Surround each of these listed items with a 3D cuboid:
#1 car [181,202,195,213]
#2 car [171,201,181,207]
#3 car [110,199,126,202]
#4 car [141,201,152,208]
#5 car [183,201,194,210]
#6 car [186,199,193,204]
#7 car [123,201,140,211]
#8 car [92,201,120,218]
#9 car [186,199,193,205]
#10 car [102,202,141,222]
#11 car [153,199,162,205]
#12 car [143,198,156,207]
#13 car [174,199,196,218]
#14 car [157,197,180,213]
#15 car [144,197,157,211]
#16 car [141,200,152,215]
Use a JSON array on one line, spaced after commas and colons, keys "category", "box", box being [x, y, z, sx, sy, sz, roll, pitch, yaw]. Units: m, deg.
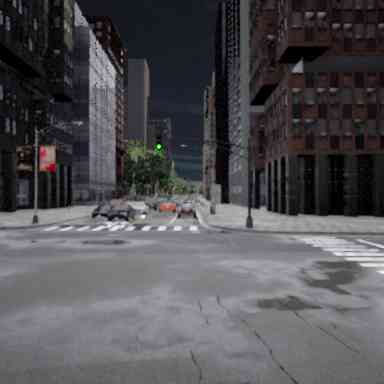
[{"category": "car", "box": [-0.549, 2.113, 45.439, 1.802, 1.307, 4.206, 0, -1, 0]}, {"category": "car", "box": [-3.296, 2.445, 68.366, 1.895, 1.301, 4.718, 0, -1, 0]}, {"category": "car", "box": [-9.056, 1.791, 39.990, 2.192, 1.841, 5.009, 0, -1, 0]}, {"category": "car", "box": [-9.156, 2.421, 67.114, 1.802, 1.307, 4.206, 0, -1, 0]}, {"category": "car", "box": [-0.590, 2.220, 56.288, 1.887, 1.381, 4.507, 0, -1, 0]}, {"category": "car", "box": [-0.731, 2.751, 94.259, 2.008, 1.369, 4.403, 0, -1, 0]}, {"category": "car", "box": [-9.094, 2.143, 50.668, 1.752, 1.417, 4.829, 0, -1, 0]}, {"category": "car", "box": [-9.034, 1.971, 34.561, 1.947, 1.339, 4.313, 0, -1, 0]}, {"category": "car", "box": [-0.712, 2.668, 88.835, 1.887, 1.381, 4.507, 0, -1, 0]}, {"category": "car", "box": [-6.354, 1.896, 30.690, 2.033, 1.411, 5.357, 0, -1, 0]}, {"category": "car", "box": [-9.236, 2.685, 88.816, 1.887, 1.381, 4.507, 0, -1, 0]}, {"category": "car", "box": [-9.177, 2.228, 72.543, 2.192, 1.841, 5.009, 0, -1, 0]}, {"category": "car", "box": [-0.510, 1.829, 34.592, 1.967, 1.590, 4.097, 0, -1, 0]}, {"category": "car", "box": [-3.220, 1.894, 45.923, 2.097, 1.767, 4.553, 0, -1, 0]}, {"category": "car", "box": [-6.420, 1.845, 51.561, 2.150, 2.045, 5.566, 0, -1, 0]}, {"category": "car", "box": [-6.391, 2.009, 40.915, 1.812, 1.442, 4.674, 0, -1, 0]}]
